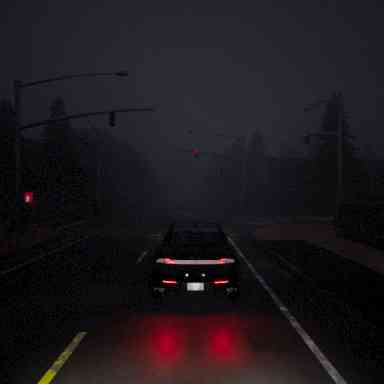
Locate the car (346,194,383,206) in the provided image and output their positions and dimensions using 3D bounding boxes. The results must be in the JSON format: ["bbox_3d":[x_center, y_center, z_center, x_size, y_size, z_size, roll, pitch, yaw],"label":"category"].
[{"bbox_3d":[15.876,1.202,28.946,5.566,2.045,2.150,0,0,-8],"label":"car"}]

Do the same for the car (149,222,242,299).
[{"bbox_3d":[0.082,1.492,8.423,2.128,1.511,4.902,0,0,0],"label":"car"}]
